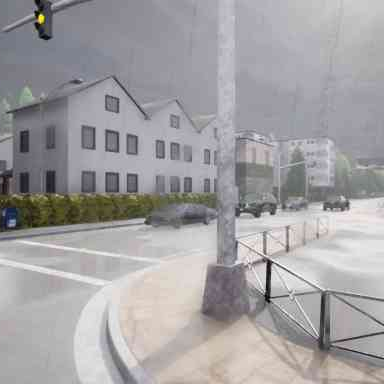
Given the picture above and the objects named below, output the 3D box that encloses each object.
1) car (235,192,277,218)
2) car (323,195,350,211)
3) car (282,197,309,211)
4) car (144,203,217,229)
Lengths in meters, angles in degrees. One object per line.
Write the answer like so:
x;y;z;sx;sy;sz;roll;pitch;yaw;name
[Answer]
5.496;1.035;28.594;2.150;2.045;5.566;0;0;35;car
16.409;1.164;37.593;2.097;1.767;4.553;0;0;35;car
11.566;1.305;37.075;2.128;1.511;4.902;0;0;36;car
-0.471;1.361;20.183;2.033;1.411;5.357;0;0;35;car
